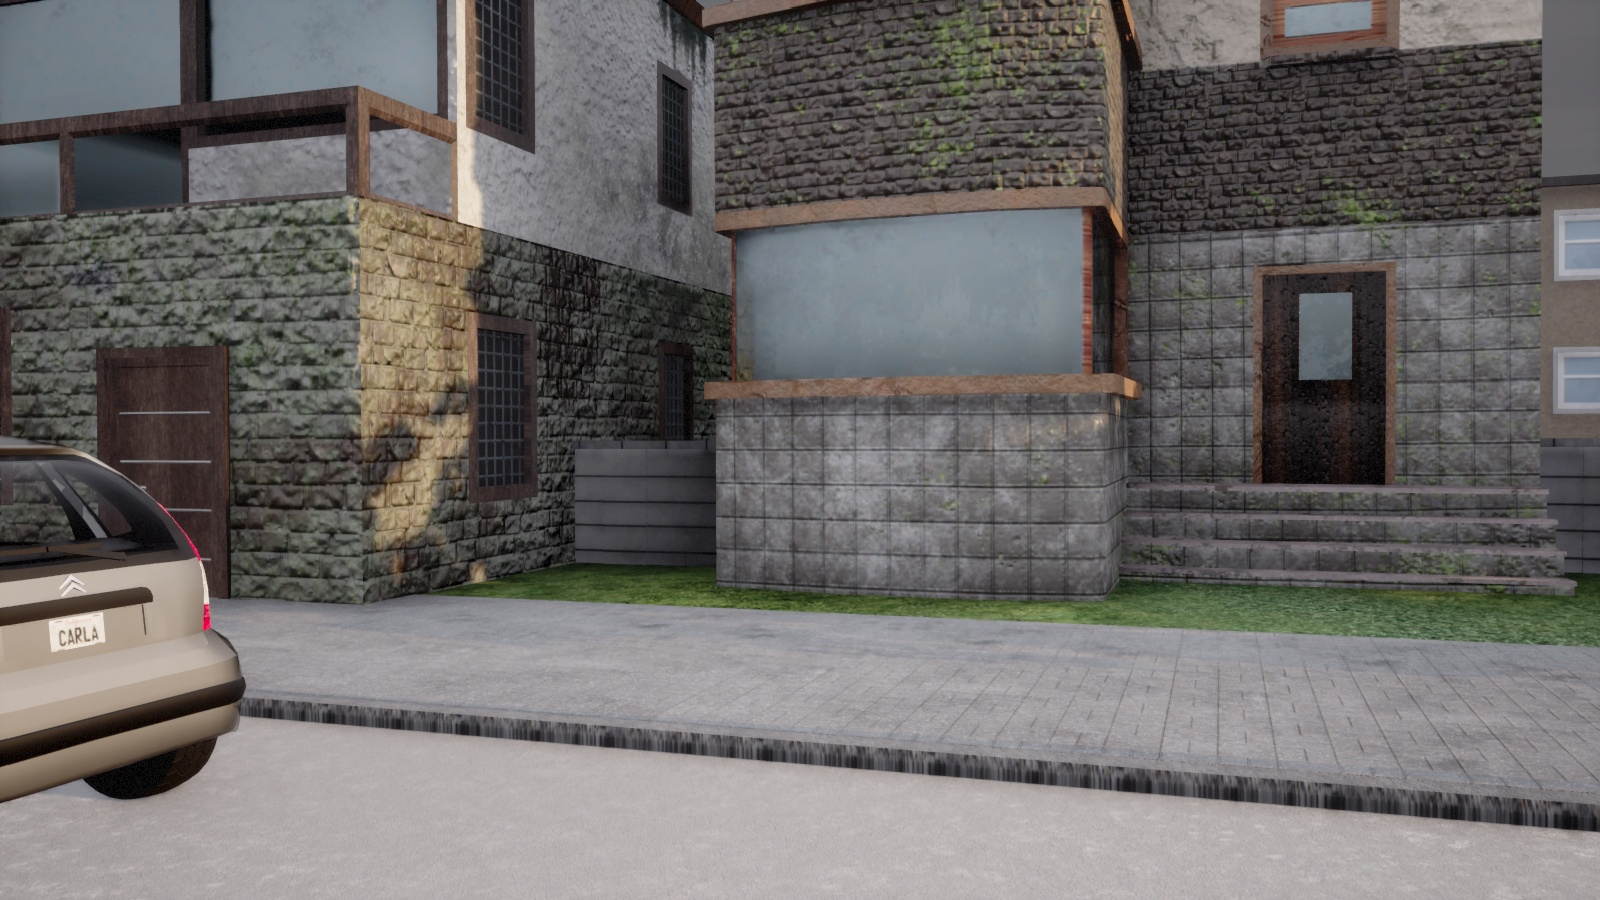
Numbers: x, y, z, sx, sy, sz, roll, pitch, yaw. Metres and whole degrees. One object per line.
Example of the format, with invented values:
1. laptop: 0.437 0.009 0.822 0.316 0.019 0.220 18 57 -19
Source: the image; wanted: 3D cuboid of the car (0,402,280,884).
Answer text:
1. car: -4.446 0.625 5.213 3.988 1.617 1.851 1 1 19
